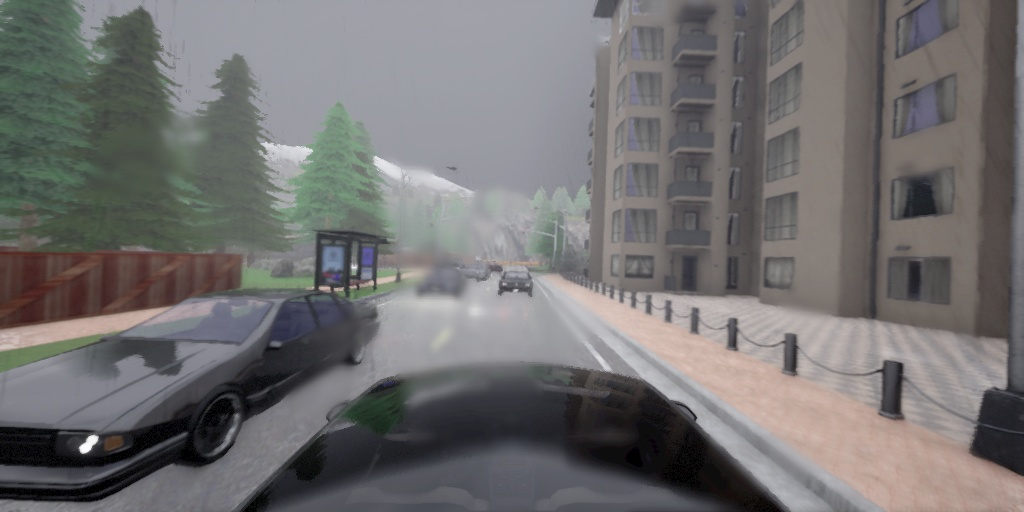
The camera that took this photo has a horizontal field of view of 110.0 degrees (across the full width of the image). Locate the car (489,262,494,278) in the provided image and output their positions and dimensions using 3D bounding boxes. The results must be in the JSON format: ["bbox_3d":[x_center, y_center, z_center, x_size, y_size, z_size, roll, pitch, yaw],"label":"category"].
[{"bbox_3d":[-3.061,1.430,33.745,1.837,1.490,4.892,2,0,1],"label":"car"}]

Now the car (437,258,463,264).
[{"bbox_3d":[-9.090,1.098,54.385,4.553,1.767,2.097,2,4,-14],"label":"car"}]

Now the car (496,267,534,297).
[{"bbox_3d":[0.255,1.516,20.662,1.895,1.301,4.718,2,-1,1],"label":"car"}]

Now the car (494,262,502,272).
[{"bbox_3d":[-3.404,1.477,48.487,1.882,1.535,5.008,3,-1,-40],"label":"car"}]

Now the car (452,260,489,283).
[{"bbox_3d":[-3.141,1.243,27.517,1.895,1.301,4.718,2,0,1],"label":"car"}]

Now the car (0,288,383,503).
[{"bbox_3d":[-3.554,1.188,5.003,2.033,1.411,5.357,2,0,1],"label":"car"}]

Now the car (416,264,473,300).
[{"bbox_3d":[-3.368,1.319,18.029,1.994,1.385,4.181,2,-1,1],"label":"car"}]
